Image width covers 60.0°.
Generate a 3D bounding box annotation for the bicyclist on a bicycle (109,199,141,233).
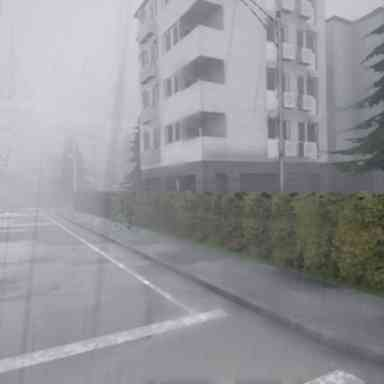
[{"bbox_3d":[-3.326,1.184,16.518,1.656,1.620,0.582,-2,1,-29],"label":"bicyclist on a bicycle"}]
